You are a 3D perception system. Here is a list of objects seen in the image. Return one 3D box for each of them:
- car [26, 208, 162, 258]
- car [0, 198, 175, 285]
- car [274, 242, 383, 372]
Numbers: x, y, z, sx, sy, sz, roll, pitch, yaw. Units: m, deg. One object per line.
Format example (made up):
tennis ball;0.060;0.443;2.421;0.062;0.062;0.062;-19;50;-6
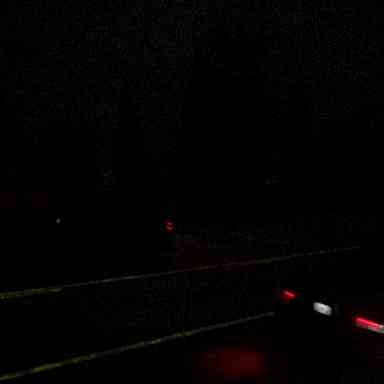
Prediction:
car;-3.900;1.496;13.417;4.902;1.511;2.128;0;0;-30
car;-3.217;1.224;9.774;5.566;2.045;2.150;0;0;-30
car;3.855;1.552;5.519;5.357;1.411;2.033;0;0;-30
